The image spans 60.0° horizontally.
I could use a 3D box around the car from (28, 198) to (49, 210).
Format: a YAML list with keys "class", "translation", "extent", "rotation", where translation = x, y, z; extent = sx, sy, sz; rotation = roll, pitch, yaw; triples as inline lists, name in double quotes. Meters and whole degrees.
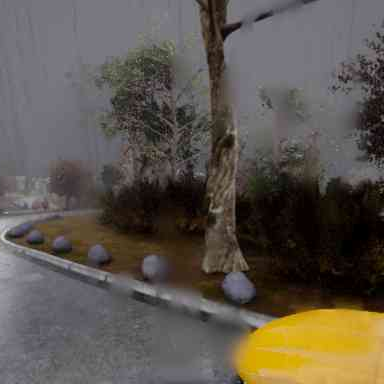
- class: "car"
  translation: [-26.226, 2.067, 57.650]
  extent: [2.150, 2.045, 5.566]
  rotation: [0, 0, -15]

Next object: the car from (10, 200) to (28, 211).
- class: "car"
  translation: [-29.400, 2.217, 56.798]
  extent: [2.097, 1.767, 4.553]
  rotation: [0, -1, -16]

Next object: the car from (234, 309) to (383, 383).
- class: "car"
  translation: [2.631, 1.477, 1.944]
  extent: [5.008, 1.535, 1.882]
  rotation: [0, 0, 35]

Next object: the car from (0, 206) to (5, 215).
- class: "car"
  translation: [-24.831, 2.123, 40.442]
  extent: [1.812, 1.442, 4.674]
  rotation: [0, -1, 5]
